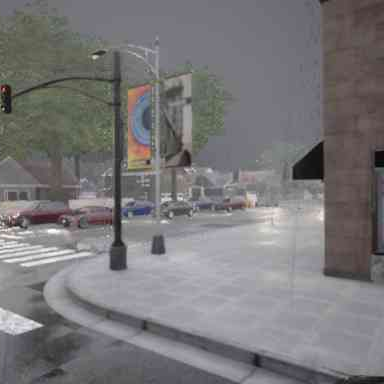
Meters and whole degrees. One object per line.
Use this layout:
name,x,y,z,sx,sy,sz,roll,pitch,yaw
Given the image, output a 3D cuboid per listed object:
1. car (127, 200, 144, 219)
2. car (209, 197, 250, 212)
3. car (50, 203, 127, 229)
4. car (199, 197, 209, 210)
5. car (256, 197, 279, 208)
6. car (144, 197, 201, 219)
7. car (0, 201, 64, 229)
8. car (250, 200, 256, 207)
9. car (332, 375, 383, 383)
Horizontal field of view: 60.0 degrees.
car,-5.053,1.508,30.077,1.882,1.535,5.008,0,0,36
car,4.325,1.427,37.517,1.882,1.535,5.008,0,0,36
car,-6.758,1.610,22.148,1.994,1.385,4.181,0,0,36
car,0.604,1.333,37.912,2.097,1.767,4.553,0,0,36
car,10.298,1.392,45.738,2.128,1.511,4.902,0,0,36
car,-1.605,1.505,29.303,1.837,1.490,4.892,0,0,36
car,-10.442,1.430,22.600,2.097,1.767,4.553,0,0,36
car,6.464,1.410,46.002,1.882,1.535,5.008,0,0,36
car,2.386,1.557,1.097,4.313,1.339,1.947,-1,0,36
